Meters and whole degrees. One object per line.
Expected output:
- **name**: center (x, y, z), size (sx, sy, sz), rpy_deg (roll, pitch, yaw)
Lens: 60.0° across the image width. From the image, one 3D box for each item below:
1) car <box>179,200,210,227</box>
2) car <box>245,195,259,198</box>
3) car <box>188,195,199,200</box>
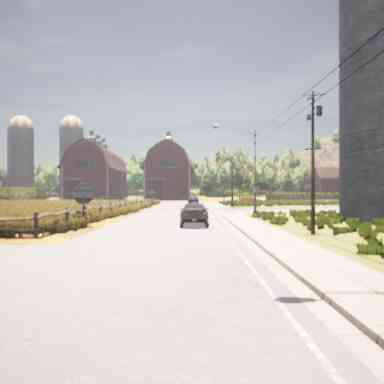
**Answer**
- **car**: center (0.161, 1.533, 23.030), size (1.837, 1.490, 4.892), rpy_deg (0, -1, 0)
- **car**: center (14.565, 1.582, 81.256), size (5.008, 1.535, 1.882), rpy_deg (0, 0, -5)
- **car**: center (0.349, 1.443, 64.602), size (2.097, 1.767, 4.553), rpy_deg (0, 0, 3)
